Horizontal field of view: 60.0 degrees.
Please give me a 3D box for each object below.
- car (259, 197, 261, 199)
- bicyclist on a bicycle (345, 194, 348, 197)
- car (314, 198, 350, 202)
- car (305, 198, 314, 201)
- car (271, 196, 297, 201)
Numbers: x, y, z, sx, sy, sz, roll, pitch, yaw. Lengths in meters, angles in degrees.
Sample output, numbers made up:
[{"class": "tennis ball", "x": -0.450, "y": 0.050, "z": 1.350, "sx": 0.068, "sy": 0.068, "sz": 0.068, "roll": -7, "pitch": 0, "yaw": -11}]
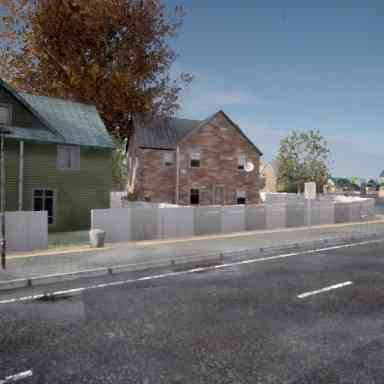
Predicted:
[{"class": "car", "x": 9.560, "y": 0.978, "z": 55.482, "sx": 1.895, "sy": 1.301, "sz": 4.718, "roll": 1, "pitch": 0, "yaw": -19}, {"class": "bicyclist on a bicycle", "x": 20.102, "y": 1.035, "z": 43.343, "sx": 1.656, "sy": 1.620, "sz": 0.582, "roll": 1, "pitch": 0, "yaw": -20}, {"class": "car", "x": 16.190, "y": 1.190, "z": 36.835, "sx": 1.837, "sy": 1.490, "sz": 4.892, "roll": 1, "pitch": 1, "yaw": -20}, {"class": "car", "x": 16.946, "y": 1.203, "z": 43.322, "sx": 2.033, "sy": 1.411, "sz": 5.357, "roll": 1, "pitch": 0, "yaw": -19}, {"class": "car", "x": 12.872, "y": 1.009, "z": 46.160, "sx": 1.882, "sy": 1.535, "sz": 5.008, "roll": 1, "pitch": 0, "yaw": -20}]
